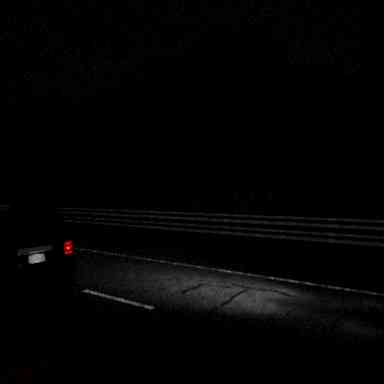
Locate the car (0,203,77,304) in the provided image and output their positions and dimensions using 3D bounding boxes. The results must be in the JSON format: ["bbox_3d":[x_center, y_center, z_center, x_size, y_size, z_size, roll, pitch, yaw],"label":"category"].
[{"bbox_3d":[-4.920,1.254,7.365,5.566,2.045,2.150,0,0,35],"label":"car"}]
